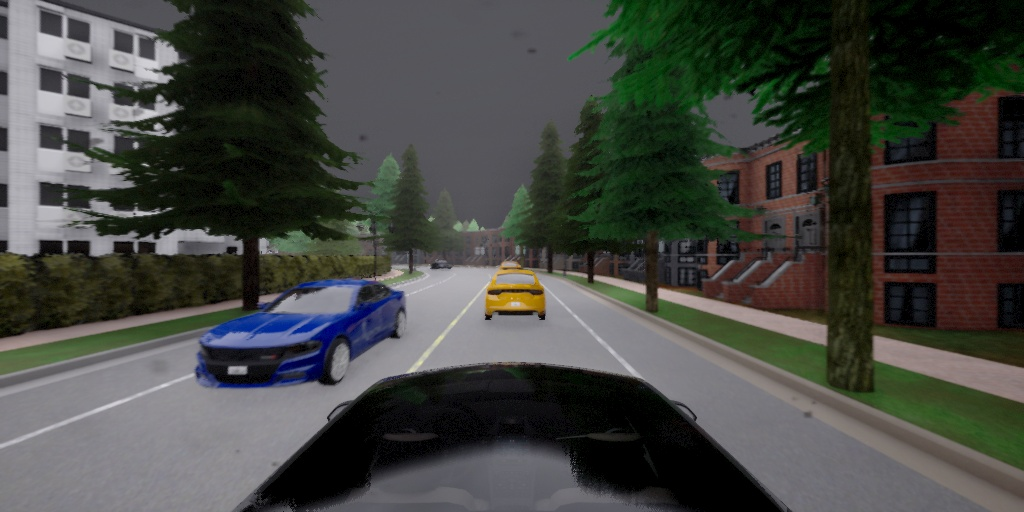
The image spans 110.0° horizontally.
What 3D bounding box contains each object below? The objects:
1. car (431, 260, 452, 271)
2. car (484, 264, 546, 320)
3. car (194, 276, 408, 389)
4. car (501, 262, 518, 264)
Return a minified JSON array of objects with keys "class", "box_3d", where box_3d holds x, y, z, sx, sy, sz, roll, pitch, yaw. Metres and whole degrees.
[{"class":"car","box_3d":[-9.838,1.298,50.133,1.994,1.385,4.181,0,0,-30]},{"class":"car","box_3d":[0.104,1.224,12.699,1.882,1.535,5.008,0,0,0]},{"class":"car","box_3d":[-3.599,1.226,7.202,1.882,1.535,5.008,0,0,0]},{"class":"car","box_3d":[-0.250,1.217,31.179,1.882,1.535,5.008,0,0,-4]}]
